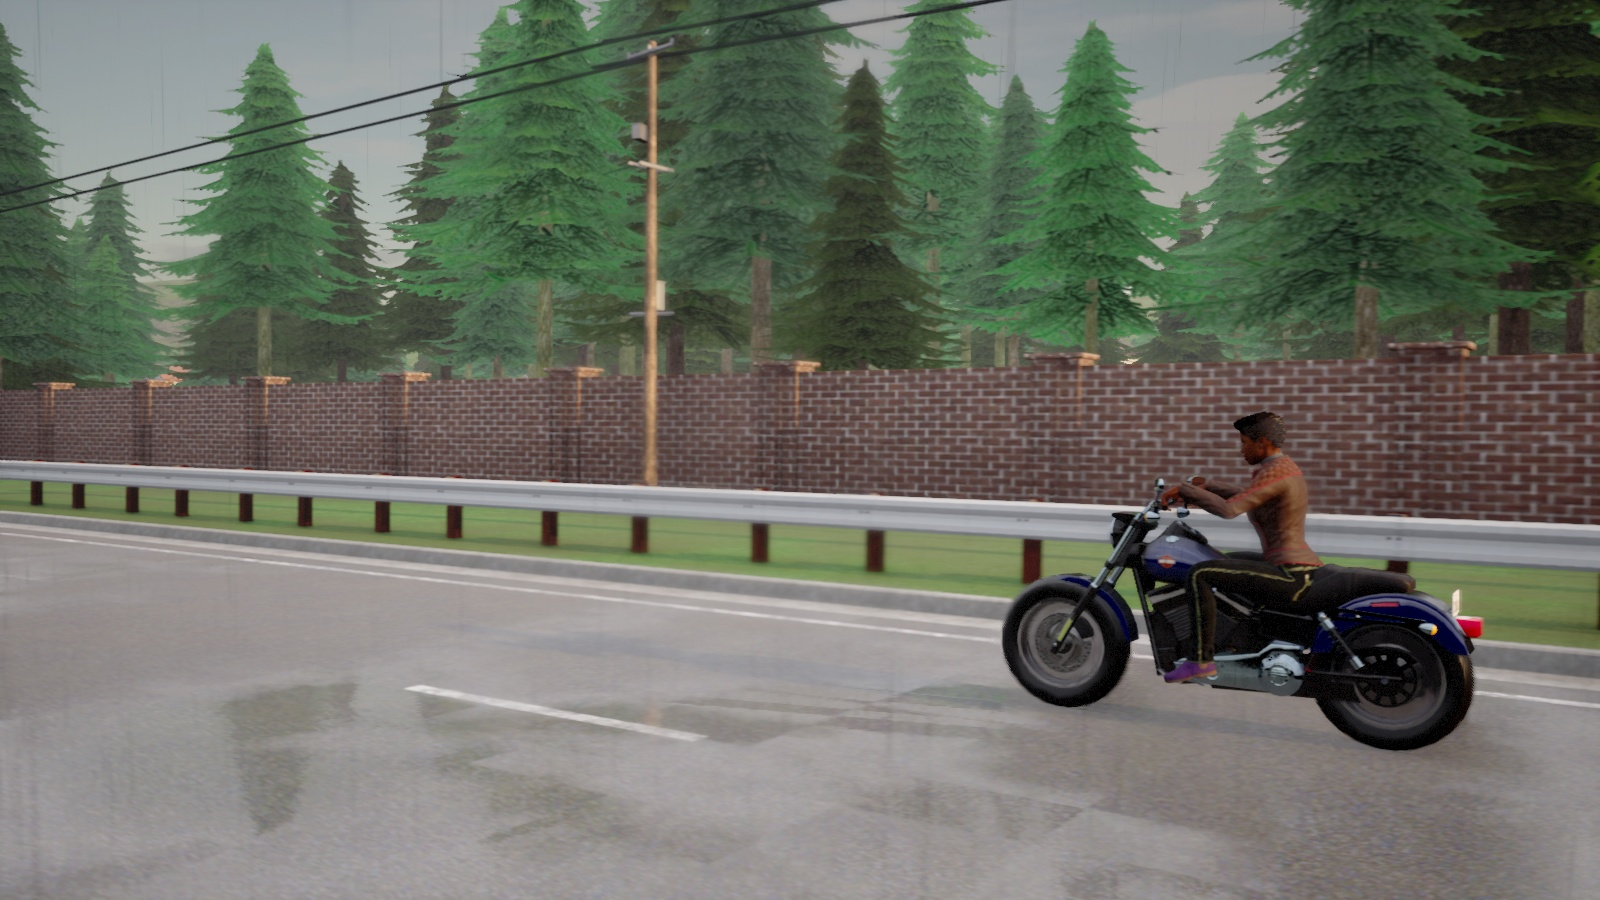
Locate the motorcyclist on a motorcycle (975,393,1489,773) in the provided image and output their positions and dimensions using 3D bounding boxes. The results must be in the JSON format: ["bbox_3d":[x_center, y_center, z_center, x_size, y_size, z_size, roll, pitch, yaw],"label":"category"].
[{"bbox_3d":[2.138,0.575,6.404,2.350,1.649,0.766,0,1,34],"label":"motorcyclist on a motorcycle"}]
